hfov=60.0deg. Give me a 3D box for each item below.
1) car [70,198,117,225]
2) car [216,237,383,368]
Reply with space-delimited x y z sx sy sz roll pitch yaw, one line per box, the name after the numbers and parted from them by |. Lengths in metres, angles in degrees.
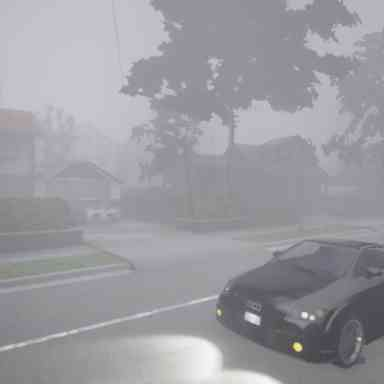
-6.058 1.119 20.290 1.970 1.475 3.806 0 0 -35 | car
2.434 1.530 5.731 4.181 1.385 1.994 -1 0 -36 | car
